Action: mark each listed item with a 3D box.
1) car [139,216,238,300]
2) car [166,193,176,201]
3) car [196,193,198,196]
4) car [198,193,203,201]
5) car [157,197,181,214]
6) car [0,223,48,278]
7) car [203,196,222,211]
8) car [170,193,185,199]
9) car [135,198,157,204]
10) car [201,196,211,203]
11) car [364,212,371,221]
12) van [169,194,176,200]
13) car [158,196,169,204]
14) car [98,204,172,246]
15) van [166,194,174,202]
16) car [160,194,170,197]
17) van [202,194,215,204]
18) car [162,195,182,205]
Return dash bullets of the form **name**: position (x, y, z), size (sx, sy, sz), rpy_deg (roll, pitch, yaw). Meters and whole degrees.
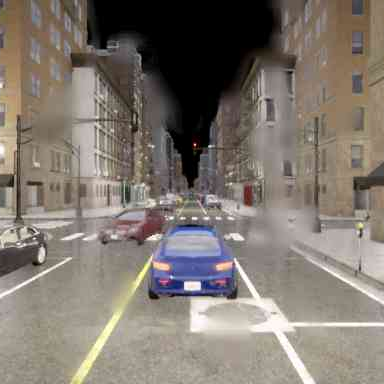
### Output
- **car**: position (0.034, 1.525, 8.284), size (1.812, 1.442, 4.674), rpy_deg (0, 0, 1)
- **car**: position (-5.277, 1.300, 84.373), size (2.192, 1.841, 5.009), rpy_deg (0, 0, 0)
- **car**: position (2.831, 1.528, 95.172), size (1.887, 1.381, 4.507), rpy_deg (0, 0, 0)
- **car**: position (2.763, 1.304, 62.735), size (2.192, 1.841, 5.009), rpy_deg (0, 0, 0)
- **car**: position (-2.748, 1.541, 36.167), size (2.033, 1.411, 5.357), rpy_deg (0, 0, 4)
- **car**: position (-5.370, 1.550, 8.841), size (2.008, 1.369, 4.403), rpy_deg (0, 0, 0)
- **car**: position (2.717, 1.543, 41.110), size (2.008, 1.369, 4.403), rpy_deg (0, 0, 0)
- **car**: position (-2.677, 1.467, 58.173), size (1.882, 1.535, 5.008), rpy_deg (0, 0, 1)
- **car**: position (-5.322, 1.545, 35.717), size (2.008, 1.369, 4.403), rpy_deg (0, 0, 0)
- **car**: position (2.774, 1.554, 68.141), size (1.947, 1.339, 4.313), rpy_deg (0, 0, 0)
- **car**: position (15.491, 1.636, 24.042), size (5.357, 1.411, 2.033), rpy_deg (0, 0, 0)
- **van**: position (-5.272, 1.325, 89.779), size (1.690, 1.788, 3.998), rpy_deg (0, 0, 0)
- **car**: position (-5.298, 1.514, 62.578), size (1.752, 1.417, 4.829), rpy_deg (0, 0, 0)
- **car**: position (-2.601, 1.520, 15.462), size (1.812, 1.442, 4.674), rpy_deg (-1, 0, 12)
- **van**: position (-5.282, 1.327, 78.966), size (1.690, 1.788, 3.998), rpy_deg (0, 0, 0)
- **car**: position (-5.302, 1.430, 57.342), size (1.967, 1.590, 4.097), rpy_deg (0, 0, 0)
- **van**: position (2.728, 1.333, 46.516), size (1.690, 1.788, 3.998), rpy_deg (0, 0, 0)
- **car**: position (-2.719, 1.517, 46.338), size (1.812, 1.442, 4.674), rpy_deg (0, 0, 1)
